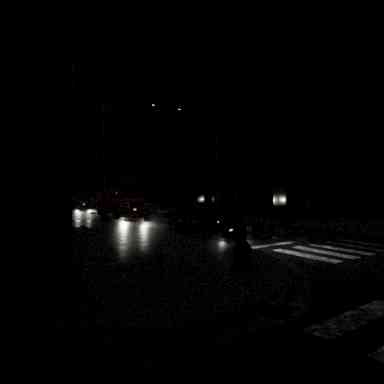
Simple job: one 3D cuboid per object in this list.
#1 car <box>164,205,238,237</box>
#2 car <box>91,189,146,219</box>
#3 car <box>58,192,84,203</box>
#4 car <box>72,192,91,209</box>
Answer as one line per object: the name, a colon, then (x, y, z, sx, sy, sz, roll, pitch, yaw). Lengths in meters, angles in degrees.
car: (0.510, 1.376, 16.865, 1.895, 1.301, 4.718, 0, 1, -35)
car: (-5.595, 0.826, 25.542, 2.150, 2.045, 5.566, 0, 1, -35)
car: (-17.182, 0.712, 47.125, 2.033, 1.411, 5.357, 0, 1, -35)
car: (-11.976, 0.908, 34.626, 2.128, 1.511, 4.902, 0, 1, -35)
